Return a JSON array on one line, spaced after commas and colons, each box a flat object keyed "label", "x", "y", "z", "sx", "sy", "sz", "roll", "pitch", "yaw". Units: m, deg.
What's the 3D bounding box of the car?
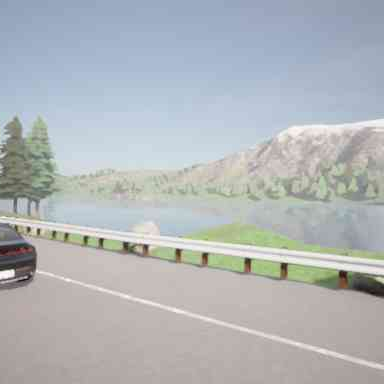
[{"label": "car", "x": -5.795, "y": 1.464, "z": 8.431, "sx": 4.892, "sy": 1.490, "sz": 1.837, "roll": 0, "pitch": 0, "yaw": 38}]
